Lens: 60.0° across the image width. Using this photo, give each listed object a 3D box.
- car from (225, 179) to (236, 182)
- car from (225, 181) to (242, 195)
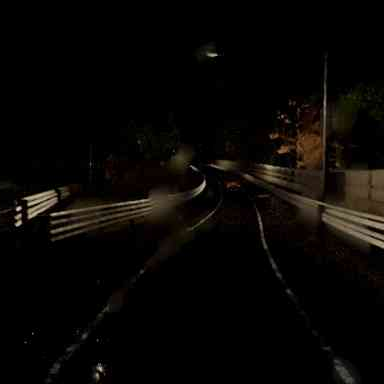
[{"bbox_3d":[6.944,-1.514,58.058,2.097,1.767,4.553,0,6,3],"label":"car"},{"bbox_3d":[6.206,-0.422,48.443,1.994,1.385,4.181,0,5,5],"label":"car"}]
